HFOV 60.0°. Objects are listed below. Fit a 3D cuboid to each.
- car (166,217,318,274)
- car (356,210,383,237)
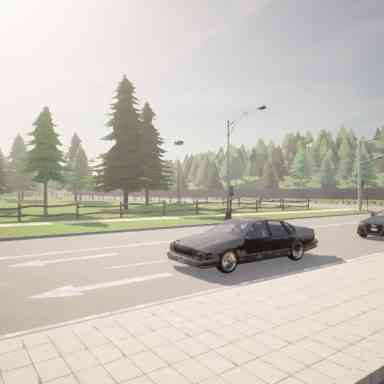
[{"bbox_3d":[1.861,1.547,10.826,5.357,1.411,2.033,0,0,-35],"label":"car"},{"bbox_3d":[10.102,1.564,16.619,4.181,1.385,1.994,0,0,-35],"label":"car"}]
